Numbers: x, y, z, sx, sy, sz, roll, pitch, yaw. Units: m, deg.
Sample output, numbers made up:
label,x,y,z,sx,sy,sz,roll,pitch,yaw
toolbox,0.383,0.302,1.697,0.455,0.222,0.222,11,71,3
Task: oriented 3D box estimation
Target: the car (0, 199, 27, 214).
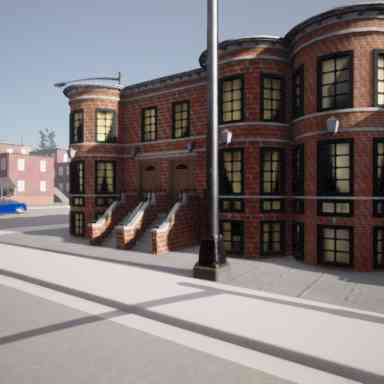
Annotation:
label,x,y,z,sx,sy,sz,roll,pitch,yaw
car,-19.134,1.473,33.156,1.882,1.535,5.008,0,0,36
